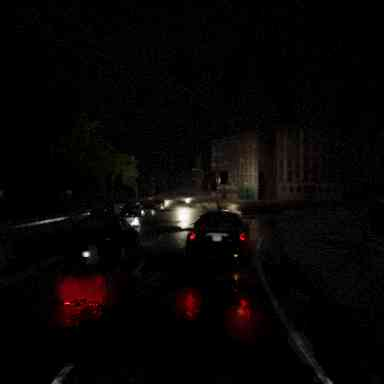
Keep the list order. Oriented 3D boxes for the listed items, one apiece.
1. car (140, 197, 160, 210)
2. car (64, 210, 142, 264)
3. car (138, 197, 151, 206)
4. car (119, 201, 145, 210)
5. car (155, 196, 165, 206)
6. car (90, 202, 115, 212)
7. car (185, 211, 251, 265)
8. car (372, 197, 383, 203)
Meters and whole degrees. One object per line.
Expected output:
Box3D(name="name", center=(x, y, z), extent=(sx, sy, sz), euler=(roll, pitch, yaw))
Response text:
Box3D(name="car", center=(-6.794, 2.020, 53.516), extent=(1.882, 1.535, 5.008), euler=(0, 0, 0))
Box3D(name="car", center=(-3.196, 1.656, 12.459), extent=(1.837, 1.490, 4.892), euler=(0, -1, 0))
Box3D(name="car", center=(-10.067, 1.936, 71.262), extent=(2.097, 1.767, 4.553), euler=(0, 0, 0))
Box3D(name="car", center=(-6.754, 2.029, 36.856), extent=(1.895, 1.301, 4.718), euler=(0, -1, 0))
Box3D(name="car", center=(-6.808, 1.796, 69.070), extent=(2.150, 2.045, 5.566), euler=(0, 0, 0))
Box3D(name="car", center=(-10.004, 1.922, 37.528), extent=(1.882, 1.535, 5.008), euler=(0, -1, 0))
Box3D(name="car", center=(1.122, 1.506, 12.527), extent=(2.097, 1.767, 4.553), euler=(0, -1, 9))
Box3D(name="car", center=(28.645, 1.481, 49.334), extent=(4.674, 1.442, 1.812), euler=(-1, 1, -31))
